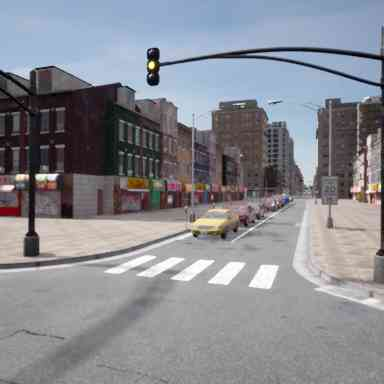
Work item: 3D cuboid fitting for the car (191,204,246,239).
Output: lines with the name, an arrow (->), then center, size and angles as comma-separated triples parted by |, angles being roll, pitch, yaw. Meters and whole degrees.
car -> 1.334, 1.488, 17.325 | 1.752, 1.417, 4.829 | 1, 0, 19

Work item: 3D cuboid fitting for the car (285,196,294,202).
car -> 23.709, 1.577, 80.940 | 1.947, 1.339, 4.313 | 1, 0, 19

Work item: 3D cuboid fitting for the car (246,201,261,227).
car -> 3.250, 1.505, 22.772 | 1.887, 1.381, 4.507 | 1, 0, 19

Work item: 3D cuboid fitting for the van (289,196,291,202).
van -> 16.271, 1.319, 59.787 | 1.690, 1.788, 3.998 | 1, 0, 19

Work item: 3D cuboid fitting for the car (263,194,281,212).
car -> 8.831, 1.401, 38.636 | 1.967, 1.590, 4.097 | 1, 0, 19

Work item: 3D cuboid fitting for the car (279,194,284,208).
car -> 10.691, 1.404, 43.923 | 1.967, 1.590, 4.097 | 1, 0, 19

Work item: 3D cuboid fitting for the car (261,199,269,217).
car -> 5.110, 1.540, 28.061 | 1.802, 1.307, 4.206 | 1, 0, 19

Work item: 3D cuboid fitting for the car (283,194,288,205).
car -> 12.552, 1.283, 49.211 | 2.192, 1.841, 5.009 | 1, 0, 19
